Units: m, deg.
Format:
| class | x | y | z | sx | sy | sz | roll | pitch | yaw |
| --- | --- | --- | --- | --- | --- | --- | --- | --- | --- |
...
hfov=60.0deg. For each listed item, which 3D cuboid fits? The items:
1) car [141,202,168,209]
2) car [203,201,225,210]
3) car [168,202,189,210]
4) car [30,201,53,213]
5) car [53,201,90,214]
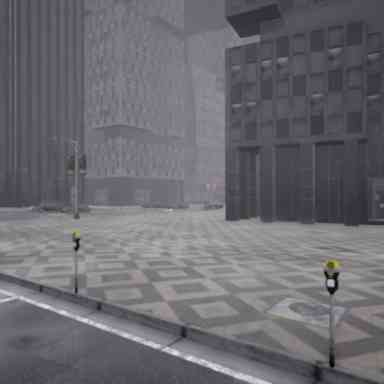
| class | x | y | z | sx | sy | sz | roll | pitch | yaw |
| --- | --- | --- | --- | --- | --- | --- | --- | --- | --- |
| car | -7.066 | 2.517 | 60.974 | 1.895 | 1.301 | 4.718 | 0 | -1 | 36 |
| car | 3.984 | 2.343 | 59.433 | 2.097 | 1.767 | 4.553 | 0 | -1 | 36 |
| car | -2.661 | 2.512 | 61.496 | 2.033 | 1.411 | 5.357 | 0 | -1 | 36 |
| car | -19.062 | 2.015 | 44.347 | 2.128 | 1.511 | 4.902 | 0 | -1 | 36 |
| car | -15.512 | 2.109 | 43.729 | 1.994 | 1.385 | 4.181 | 0 | -1 | 36 |
